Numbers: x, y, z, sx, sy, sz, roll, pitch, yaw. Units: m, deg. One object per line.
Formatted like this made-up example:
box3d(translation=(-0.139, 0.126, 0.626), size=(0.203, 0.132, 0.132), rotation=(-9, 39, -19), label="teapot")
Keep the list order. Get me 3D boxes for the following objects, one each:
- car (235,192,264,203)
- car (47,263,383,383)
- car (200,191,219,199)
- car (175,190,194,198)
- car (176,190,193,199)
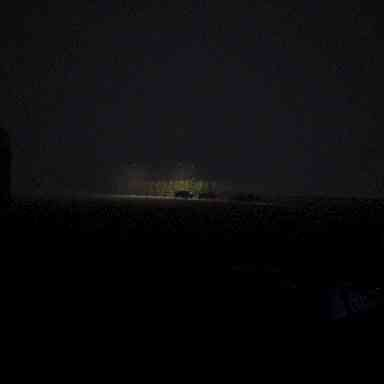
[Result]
box3d(translation=(8.771, 0.835, 51.080), size=(1.882, 1.535, 5.008), rotation=(0, 1, -35), label="car")
box3d(translation=(0.711, 1.565, 3.573), size=(4.181, 1.385, 1.994), rotation=(0, 0, -35), label="car")
box3d(translation=(3.296, 0.606, 64.962), size=(2.128, 1.511, 4.902), rotation=(0, 1, -35), label="car")
box3d(translation=(-1.664, 0.397, 71.889), size=(1.812, 1.442, 4.674), rotation=(0, 1, -35), label="car")
box3d(translation=(-1.606, 0.581, 65.779), size=(1.837, 1.490, 4.892), rotation=(0, 1, -35), label="car")
